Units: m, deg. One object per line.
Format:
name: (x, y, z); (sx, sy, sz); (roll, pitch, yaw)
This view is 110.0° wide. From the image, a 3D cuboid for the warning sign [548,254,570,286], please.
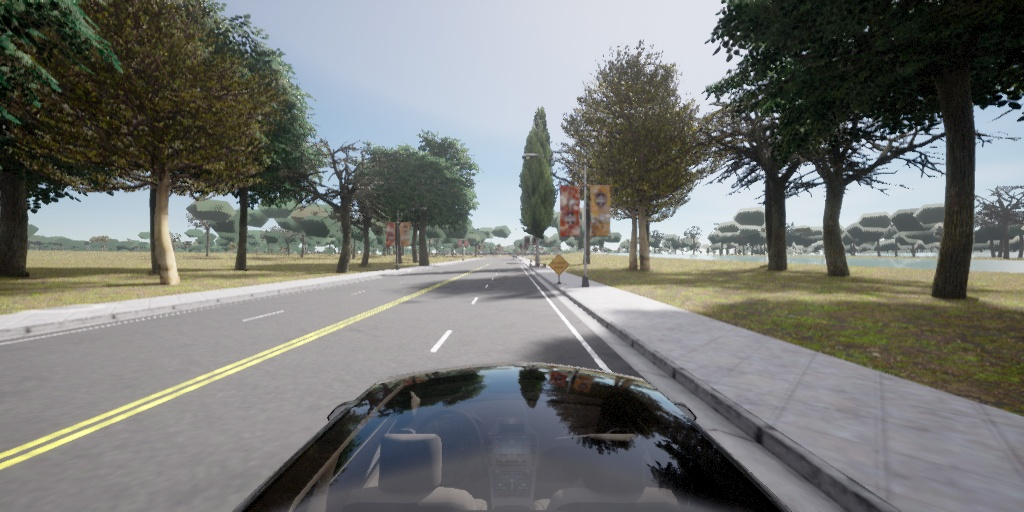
warning sign: (2.850, 0.825, 21.623); (1.300, 1.860, 1.060); (0, 0, 0)
